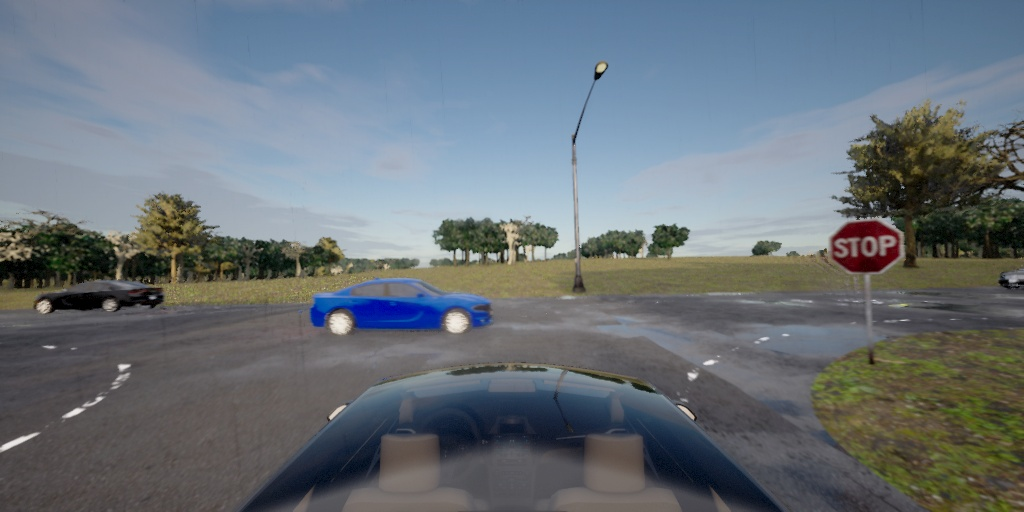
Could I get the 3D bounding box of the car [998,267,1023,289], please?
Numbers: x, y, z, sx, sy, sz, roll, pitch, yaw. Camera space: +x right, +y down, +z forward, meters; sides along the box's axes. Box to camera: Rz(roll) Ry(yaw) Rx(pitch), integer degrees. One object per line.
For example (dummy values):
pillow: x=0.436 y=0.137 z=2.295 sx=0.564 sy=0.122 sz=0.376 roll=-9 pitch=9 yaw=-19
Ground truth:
car: x=27.258 y=0.920 z=17.766 sx=4.902 sy=1.511 sz=2.128 roll=-1 pitch=-3 yaw=-1

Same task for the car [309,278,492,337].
car: x=-3.088 y=1.382 z=10.358 sx=5.008 sy=1.535 sz=1.882 roll=0 pitch=-2 yaw=0

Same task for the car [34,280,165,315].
car: x=-19.849 y=1.932 z=17.356 sx=5.008 sy=1.535 sz=1.882 roll=-1 pitch=-3 yaw=0
